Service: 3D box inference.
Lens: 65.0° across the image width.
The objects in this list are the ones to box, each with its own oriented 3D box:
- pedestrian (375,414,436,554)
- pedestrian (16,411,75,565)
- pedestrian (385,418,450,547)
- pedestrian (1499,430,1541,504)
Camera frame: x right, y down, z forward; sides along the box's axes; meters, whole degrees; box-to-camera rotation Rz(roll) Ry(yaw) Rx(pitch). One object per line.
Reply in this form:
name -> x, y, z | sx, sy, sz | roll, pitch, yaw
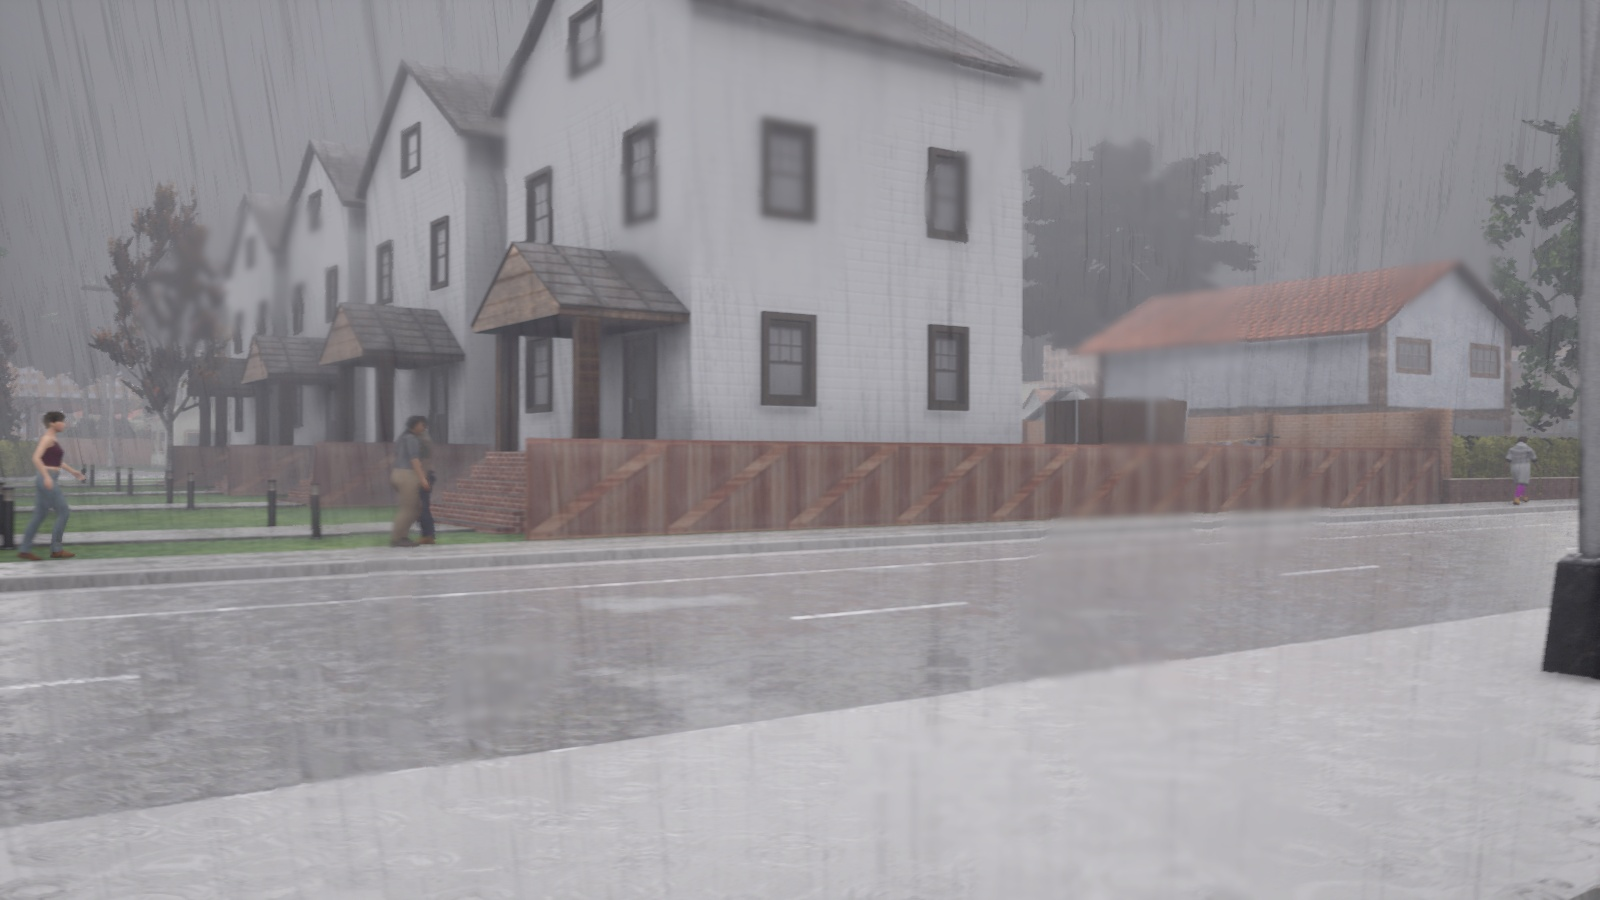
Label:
pedestrian -> -5.363, 0.452, 17.063 | 0.694, 1.848, 0.540 | 0, 0, -30
pedestrian -> -9.204, 0.457, 15.329 | 0.594, 1.836, 0.345 | 0, 0, -27
pedestrian -> -5.396, 0.451, 17.745 | 0.869, 1.805, 0.328 | 0, 0, -17
pedestrian -> 19.191, 0.441, 33.451 | 0.873, 1.952, 0.659 | 0, 0, -36
